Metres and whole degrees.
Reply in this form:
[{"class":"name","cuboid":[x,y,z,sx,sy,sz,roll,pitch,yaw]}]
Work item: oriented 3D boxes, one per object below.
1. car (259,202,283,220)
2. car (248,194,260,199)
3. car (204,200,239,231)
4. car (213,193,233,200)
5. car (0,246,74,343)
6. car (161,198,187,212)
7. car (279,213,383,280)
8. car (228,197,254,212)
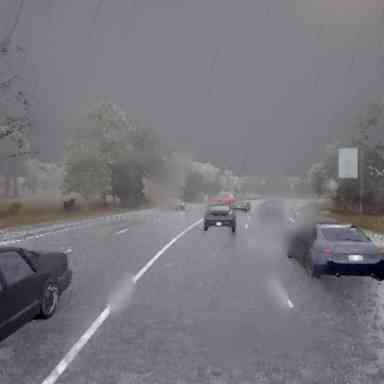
[{"class":"car","cuboid":[6.563,1.561,27.545,2.033,1.411,5.357,0,0,12]},{"class":"car","cuboid":[14.197,1.196,76.659,1.837,1.490,4.892,0,0,31]},{"class":"car","cuboid":[1.834,1.502,20.710,1.837,1.490,4.892,0,0,8]},{"class":"car","cuboid":[4.572,1.217,47.386,2.150,2.045,5.566,0,0,19]},{"class":"car","cuboid":[-3.444,1.535,4.603,2.033,1.411,5.357,0,0,2]},{"class":"car","cuboid":[-1.982,1.476,37.727,1.837,1.490,4.892,0,0,15]},{"class":"car","cuboid":[4.128,1.573,10.091,1.994,1.385,4.181,0,0,4]},{"class":"car","cuboid":[5.678,1.568,38.515,1.994,1.385,4.181,0,0,15]}]
